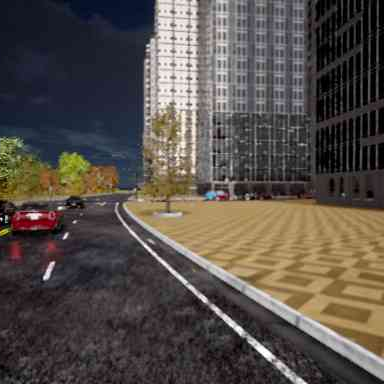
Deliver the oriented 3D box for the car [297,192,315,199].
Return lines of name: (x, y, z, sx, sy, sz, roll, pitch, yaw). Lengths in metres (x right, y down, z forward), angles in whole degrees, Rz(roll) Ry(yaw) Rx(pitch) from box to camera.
car: (23.049, 0.822, 66.297, 4.206, 1.307, 1.802, -1, 1, -8)

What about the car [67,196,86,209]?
car: (-14.003, 1.217, 40.261, 1.882, 1.535, 5.008, 0, 0, -13)

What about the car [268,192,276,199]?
car: (16.299, 0.746, 73.844, 4.507, 1.381, 1.887, -1, 1, -8)

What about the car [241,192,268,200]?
car: (11.786, 0.906, 64.696, 4.313, 1.339, 1.947, -1, 1, -8)

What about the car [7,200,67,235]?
car: (-8.282, 1.236, 18.250, 2.097, 1.767, 4.553, 0, 1, -17)

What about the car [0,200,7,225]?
car: (-13.069, 1.361, 22.480, 1.837, 1.490, 4.892, 0, 0, -15)

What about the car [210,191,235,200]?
car: (6.157, 0.831, 63.869, 4.097, 1.590, 1.967, -1, 1, -8)

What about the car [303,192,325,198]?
car: (27.571, 0.668, 75.372, 4.313, 1.339, 1.947, -1, 1, -8)

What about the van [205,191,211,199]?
van: (5.010, 0.641, 72.414, 3.998, 1.788, 1.690, -1, 1, -8)
